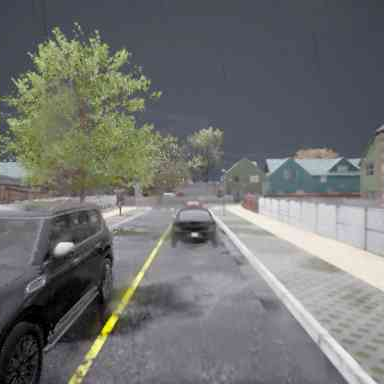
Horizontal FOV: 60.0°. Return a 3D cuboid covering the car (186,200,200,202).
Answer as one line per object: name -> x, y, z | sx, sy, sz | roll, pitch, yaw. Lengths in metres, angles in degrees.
car -> 0.100, 1.435, 30.467 | 1.812, 1.442, 4.674 | 0, 0, 0

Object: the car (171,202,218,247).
car -> 0.101, 1.430, 14.875 | 1.882, 1.535, 5.008 | 0, 0, 0

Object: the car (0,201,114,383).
car -> -2.750, 1.204, 5.099 | 2.150, 2.045, 5.566 | 0, 0, 0
